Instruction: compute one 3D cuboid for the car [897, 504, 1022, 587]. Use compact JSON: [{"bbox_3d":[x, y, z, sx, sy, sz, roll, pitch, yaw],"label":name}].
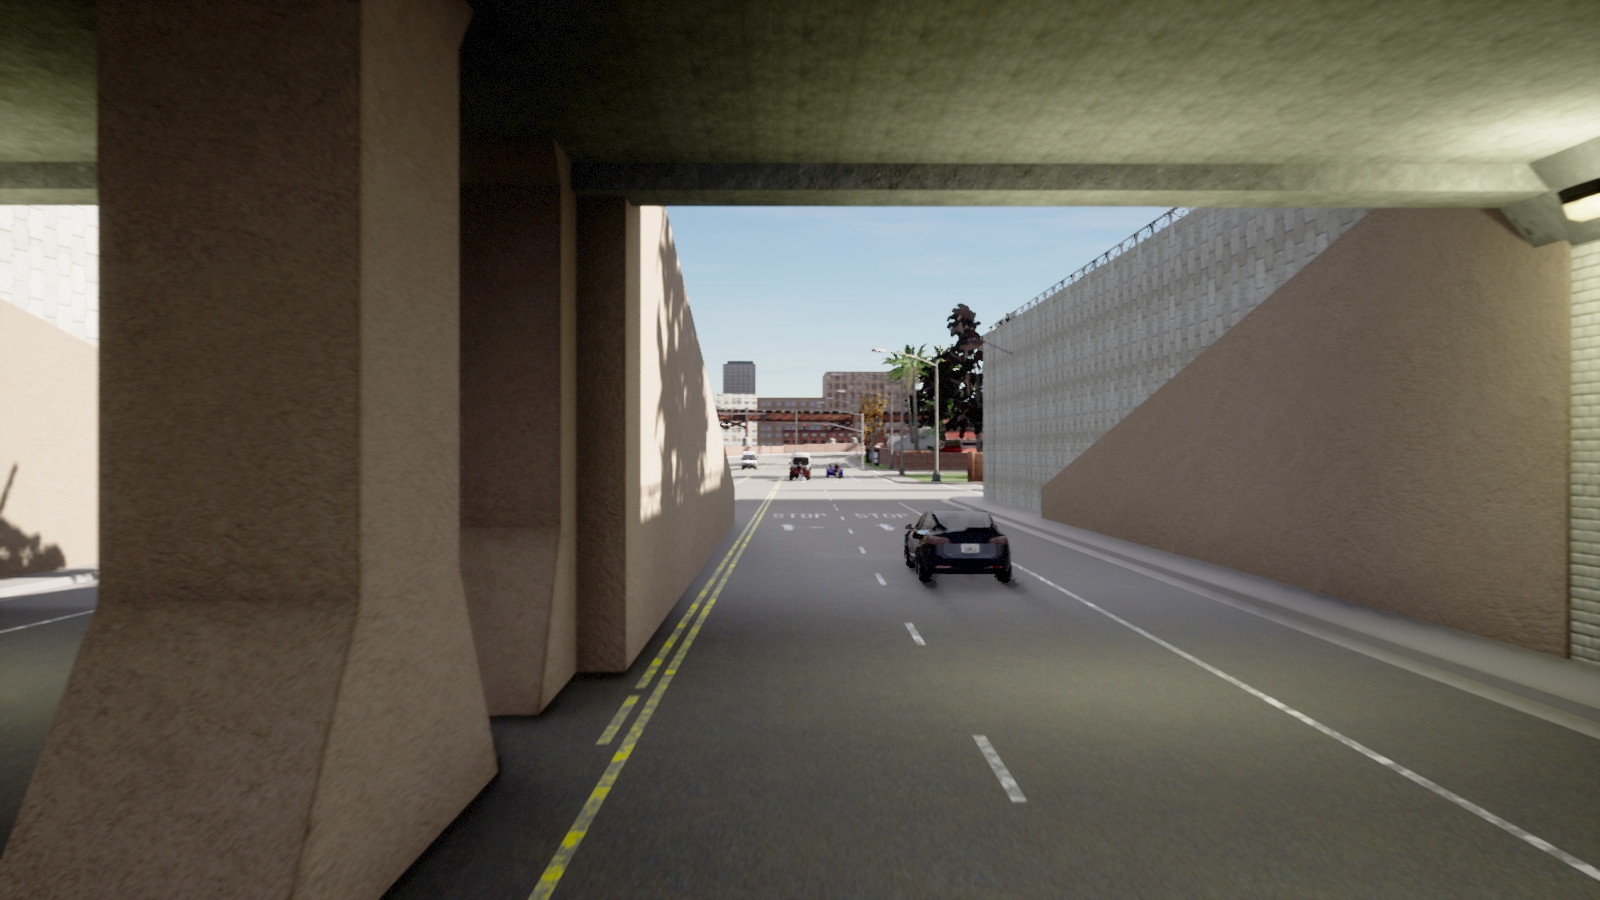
[{"bbox_3d":[3.462,2.063,25.751,2.163,1.488,4.792,0,0,0],"label":"car"}]
